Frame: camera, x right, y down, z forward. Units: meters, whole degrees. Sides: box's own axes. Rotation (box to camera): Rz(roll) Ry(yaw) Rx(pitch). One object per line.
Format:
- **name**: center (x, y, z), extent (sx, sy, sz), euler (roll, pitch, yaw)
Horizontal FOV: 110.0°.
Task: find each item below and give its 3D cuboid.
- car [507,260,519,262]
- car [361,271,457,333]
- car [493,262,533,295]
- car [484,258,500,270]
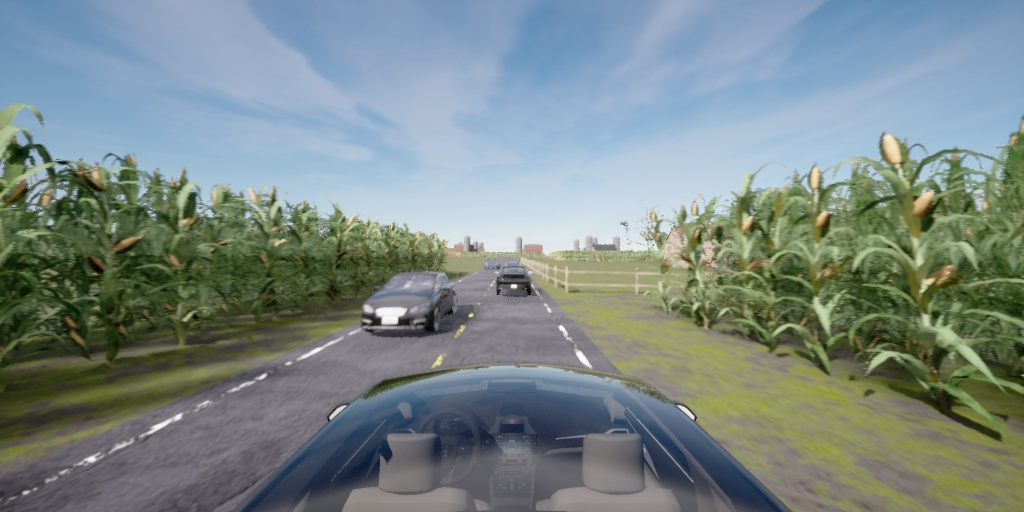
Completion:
- **car**: center (0.089, 1.217, 41.318), extent (2.128, 1.511, 4.902), euler (0, 0, 0)
- **car**: center (-2.855, 1.240, 10.844), extent (2.128, 1.511, 4.902), euler (0, 0, 0)
- **car**: center (0.094, 1.250, 19.991), extent (1.837, 1.490, 4.892), euler (0, 0, 0)
- **car**: center (-2.839, 1.064, 51.237), extent (2.097, 1.767, 4.553), euler (0, 0, 0)
